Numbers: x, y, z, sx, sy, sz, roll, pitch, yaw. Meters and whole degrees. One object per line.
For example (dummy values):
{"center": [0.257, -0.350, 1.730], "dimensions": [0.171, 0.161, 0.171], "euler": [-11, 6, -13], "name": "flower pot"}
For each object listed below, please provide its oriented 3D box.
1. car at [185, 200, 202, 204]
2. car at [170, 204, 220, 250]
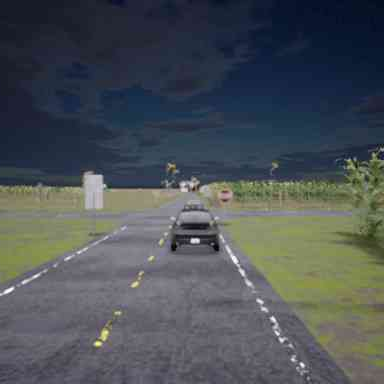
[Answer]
{"center": [0.152, 1.449, 33.767], "dimensions": [1.895, 1.301, 4.718], "euler": [0, 0, 0], "name": "car"}
{"center": [0.119, 1.446, 13.968], "dimensions": [1.837, 1.490, 4.892], "euler": [0, 0, 0], "name": "car"}
